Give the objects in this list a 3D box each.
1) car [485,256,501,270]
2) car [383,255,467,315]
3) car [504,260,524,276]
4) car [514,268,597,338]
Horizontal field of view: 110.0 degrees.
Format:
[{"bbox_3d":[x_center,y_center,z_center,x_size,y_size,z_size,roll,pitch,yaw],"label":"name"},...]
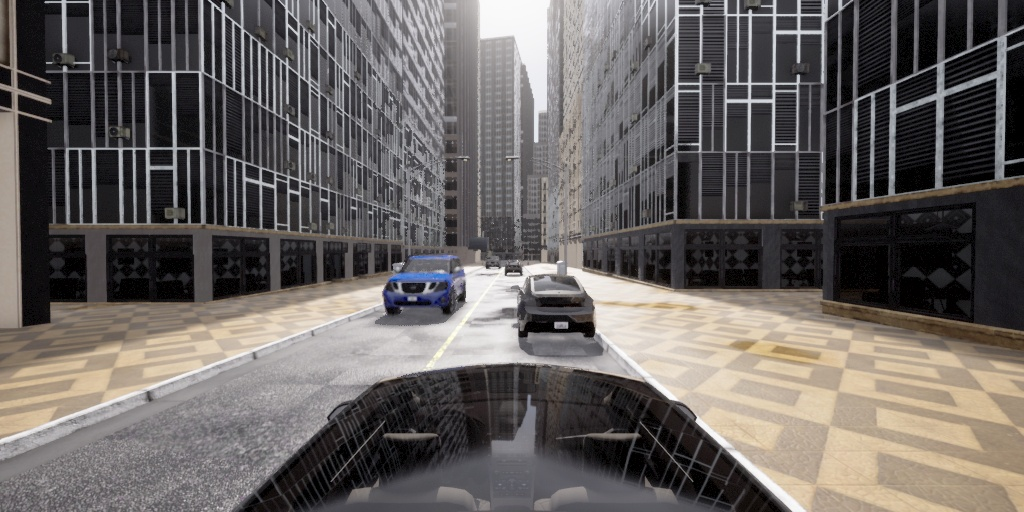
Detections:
[{"bbox_3d":[-2.855,0.993,54.727,2.150,2.045,5.566,0,0,0],"label":"car"},{"bbox_3d":[-3.068,0.970,13.827,2.150,2.045,5.566,0,0,0],"label":"car"},{"bbox_3d":[0.172,1.263,37.860,1.837,1.490,4.892,0,0,0],"label":"car"},{"bbox_3d":[1.073,1.255,10.183,1.837,1.490,4.892,0,0,0],"label":"car"}]
